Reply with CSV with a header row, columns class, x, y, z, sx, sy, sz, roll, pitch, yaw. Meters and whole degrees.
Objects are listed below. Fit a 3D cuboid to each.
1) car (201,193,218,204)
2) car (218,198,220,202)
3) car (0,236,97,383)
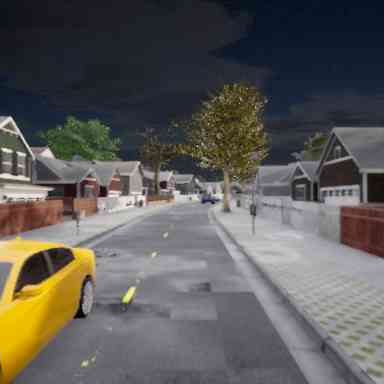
class,x,y,z,sx,sy,sz,roll,pitch,yaw
car,3.068,1.263,62.798,2.150,2.045,5.566,0,0,10
car,5.007,1.627,73.370,1.895,1.301,4.718,0,0,12
car,-2.813,1.479,4.555,1.882,1.535,5.008,0,0,0
